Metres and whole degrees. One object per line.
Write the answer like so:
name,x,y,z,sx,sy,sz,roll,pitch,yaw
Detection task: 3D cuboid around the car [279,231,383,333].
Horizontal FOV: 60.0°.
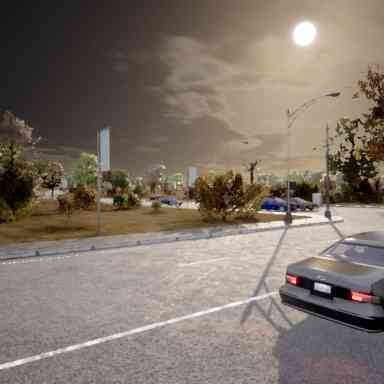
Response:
car,4.064,1.529,6.673,5.357,1.411,2.033,0,0,-36

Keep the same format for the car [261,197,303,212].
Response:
car,8.876,1.319,35.813,1.882,1.535,5.008,-1,0,-40

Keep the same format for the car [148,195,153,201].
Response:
car,-7.825,1.261,73.344,1.882,1.535,5.008,-1,0,-38

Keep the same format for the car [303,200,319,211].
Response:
car,11.656,1.364,37.947,2.033,1.411,5.357,-1,0,-39

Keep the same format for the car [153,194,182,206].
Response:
car,-3.428,1.340,51.032,2.128,1.511,4.902,-1,0,-39
